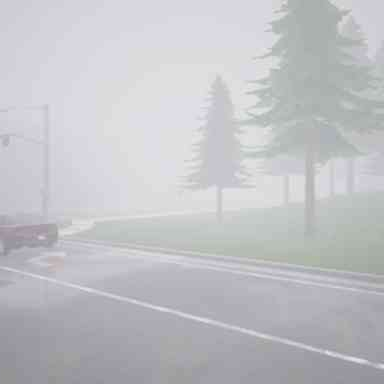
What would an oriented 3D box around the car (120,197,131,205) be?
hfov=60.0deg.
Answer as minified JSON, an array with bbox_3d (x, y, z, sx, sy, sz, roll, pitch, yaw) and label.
[{"bbox_3d":[-12.031,1.762,65.173,1.994,1.385,4.181,0,0,35],"label":"car"}]

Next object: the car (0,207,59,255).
[{"bbox_3d":[-7.533,1.536,13.676,5.008,1.535,1.882,0,0,36],"label":"car"}]

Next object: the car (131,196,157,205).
[{"bbox_3d":[-8.878,1.537,63.602,2.097,1.767,4.553,0,0,36],"label":"car"}]

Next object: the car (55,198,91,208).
[{"bbox_3d":[-17.800,1.675,50.963,2.128,1.511,4.902,0,0,35],"label":"car"}]

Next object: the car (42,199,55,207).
[{"bbox_3d":[-20.877,1.746,52.664,2.033,1.411,5.357,0,0,35],"label":"car"}]
